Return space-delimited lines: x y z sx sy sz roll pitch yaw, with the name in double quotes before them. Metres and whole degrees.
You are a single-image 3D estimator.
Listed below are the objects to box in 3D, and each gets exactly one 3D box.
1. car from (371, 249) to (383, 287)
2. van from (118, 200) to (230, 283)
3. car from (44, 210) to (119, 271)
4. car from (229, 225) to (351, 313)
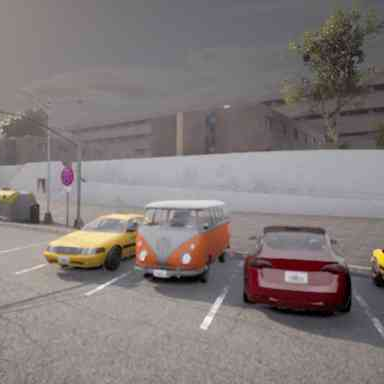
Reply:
"car" 4.838 1.494 6.248 1.946 1.575 5.366 0 0 15
"van" -0.097 1.219 9.410 1.878 1.987 4.442 1 0 15
"car" -2.549 1.417 11.069 1.946 1.575 5.366 1 0 15
"car" 2.364 1.500 7.824 2.163 1.488 4.792 0 0 15
